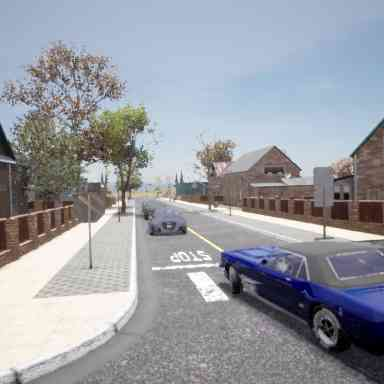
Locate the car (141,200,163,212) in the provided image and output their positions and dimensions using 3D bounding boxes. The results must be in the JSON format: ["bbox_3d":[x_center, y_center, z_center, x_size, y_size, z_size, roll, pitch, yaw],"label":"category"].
[{"bbox_3d":[-3.387,1.558,30.025,1.882,1.535,5.008,-2,0,-10],"label":"car"}]

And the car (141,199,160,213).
[{"bbox_3d":[-5.153,1.652,40.360,2.033,1.411,5.357,-2,0,-10],"label":"car"}]

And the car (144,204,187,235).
[{"bbox_3d":[-1.512,1.618,19.209,1.994,1.385,4.181,-2,0,-10],"label":"car"}]

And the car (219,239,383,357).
[{"bbox_3d":[2.236,1.577,6.219,1.895,1.301,4.718,-1,0,-20],"label":"car"}]
